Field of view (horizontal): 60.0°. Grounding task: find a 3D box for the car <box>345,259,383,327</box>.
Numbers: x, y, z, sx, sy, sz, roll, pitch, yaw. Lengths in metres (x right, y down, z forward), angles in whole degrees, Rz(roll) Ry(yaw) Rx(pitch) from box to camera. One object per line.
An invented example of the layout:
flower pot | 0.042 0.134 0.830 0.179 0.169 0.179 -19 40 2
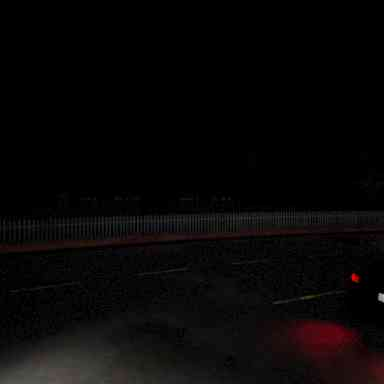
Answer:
car | 4.746 1.564 5.745 4.181 1.385 1.994 0 0 -24
